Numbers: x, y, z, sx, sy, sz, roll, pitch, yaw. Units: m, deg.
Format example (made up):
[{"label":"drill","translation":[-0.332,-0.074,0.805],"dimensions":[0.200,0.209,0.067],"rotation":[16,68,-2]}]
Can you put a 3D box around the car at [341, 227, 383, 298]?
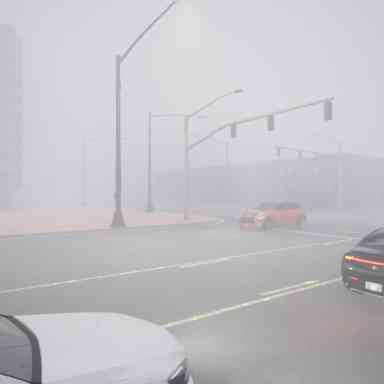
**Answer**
[{"label":"car","translation":[5.341,1.505,7.551],"dimensions":[4.892,1.490,1.837],"rotation":[0,0,-35]}]

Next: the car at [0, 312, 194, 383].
[{"label":"car","translation":[-2.137,1.526,2.224],"dimensions":[4.674,1.442,1.812],"rotation":[0,0,-35]}]

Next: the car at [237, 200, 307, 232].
[{"label":"car","translation":[4.926,1.352,20.347],"dimensions":[4.553,1.767,2.097],"rotation":[0,0,-35]}]
